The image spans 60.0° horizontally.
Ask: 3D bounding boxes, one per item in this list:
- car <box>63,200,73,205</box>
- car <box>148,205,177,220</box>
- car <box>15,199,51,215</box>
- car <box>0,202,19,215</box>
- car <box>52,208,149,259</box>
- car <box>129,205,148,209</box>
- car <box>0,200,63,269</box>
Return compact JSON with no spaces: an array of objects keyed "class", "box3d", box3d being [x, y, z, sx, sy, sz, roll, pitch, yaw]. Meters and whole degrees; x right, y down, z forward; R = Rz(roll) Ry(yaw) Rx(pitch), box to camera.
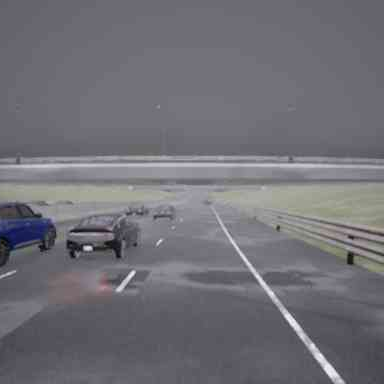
[{"class":"car","box3d":[-16.306,1.845,41.482,2.097,1.767,4.553,0,-1,3]},{"class":"car","box3d":[-2.535,1.912,32.140,2.033,1.411,5.357,0,-1,3]},{"class":"car","box3d":[-19.798,1.845,41.662,2.097,1.767,4.553,0,-1,3]},{"class":"car","box3d":[-23.346,2.003,40.692,1.812,1.442,4.674,0,-1,3]},{"class":"car","box3d":[-3.249,1.598,12.985,2.128,1.511,4.902,0,-1,1]},{"class":"car","box3d":[-5.844,2.025,36.430,1.895,1.301,4.718,0,-1,3]},{"class":"car","box3d":[-6.787,1.313,11.586,2.150,2.045,5.566,0,-1,1]}]
